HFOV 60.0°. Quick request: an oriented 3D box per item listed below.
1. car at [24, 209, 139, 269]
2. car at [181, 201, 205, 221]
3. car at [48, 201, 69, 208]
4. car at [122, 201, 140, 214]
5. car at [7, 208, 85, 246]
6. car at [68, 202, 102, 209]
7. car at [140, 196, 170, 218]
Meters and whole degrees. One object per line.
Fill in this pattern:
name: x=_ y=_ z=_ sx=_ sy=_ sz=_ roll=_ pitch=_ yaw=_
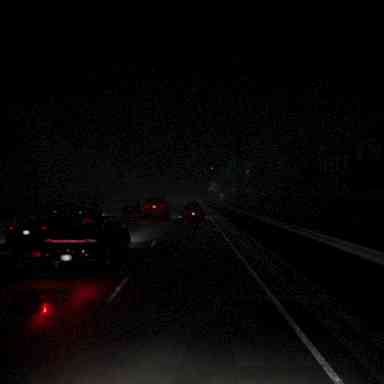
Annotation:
car: x=-3.400 y=1.571 z=11.417 sx=2.128 sy=1.511 sz=4.902 roll=0 pitch=0 yaw=0
car: x=0.100 y=1.763 z=29.242 sx=1.994 sy=1.385 sz=4.181 roll=0 pitch=0 yaw=0
car: x=-13.899 y=1.752 z=36.073 sx=1.837 sy=1.490 sz=4.892 roll=0 pitch=0 yaw=0
car: x=-6.898 y=1.745 z=39.262 sx=1.882 sy=1.535 sz=5.008 roll=0 pitch=0 yaw=0
car: x=-6.901 y=1.673 z=15.870 sx=1.994 sy=1.385 sz=4.181 roll=0 pitch=0 yaw=0
car: x=-10.399 y=1.752 z=33.331 sx=1.812 sy=1.442 sz=4.674 roll=0 pitch=0 yaw=0
car: x=-3.399 y=1.446 z=32.697 sx=2.150 sy=2.045 sz=5.566 roll=0 pitch=0 yaw=0
